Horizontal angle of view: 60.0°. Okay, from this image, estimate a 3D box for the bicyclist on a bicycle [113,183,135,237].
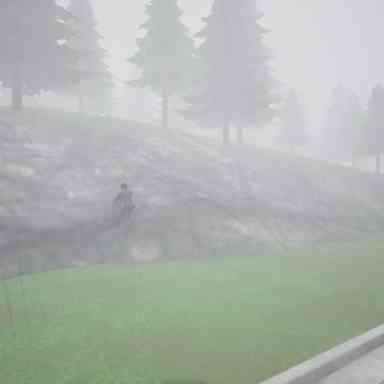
[{"bbox_3d":[-2.290,0.525,11.187,0.582,1.620,1.656,-8,31,-35],"label":"bicyclist on a bicycle"}]
